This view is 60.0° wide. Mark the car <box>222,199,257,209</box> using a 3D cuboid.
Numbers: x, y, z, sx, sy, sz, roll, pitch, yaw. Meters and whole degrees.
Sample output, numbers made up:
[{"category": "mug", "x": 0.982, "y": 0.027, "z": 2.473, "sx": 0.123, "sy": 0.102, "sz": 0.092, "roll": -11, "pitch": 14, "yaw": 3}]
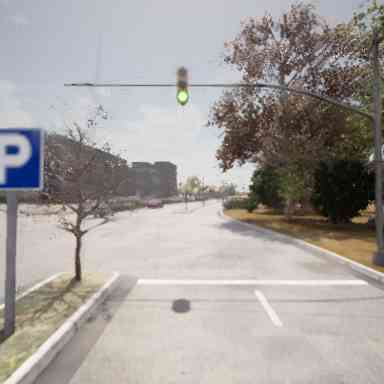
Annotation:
[{"category": "car", "x": 7.828, "y": 1.920, "z": 54.815, "sx": 5.366, "sy": 1.575, "sz": 1.946, "roll": 1, "pitch": -1, "yaw": -14}]

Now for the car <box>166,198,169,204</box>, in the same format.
[{"category": "car", "x": -8.491, "y": 1.936, "z": 73.098, "sx": 5.566, "sy": 2.045, "sz": 2.435, "roll": -1, "pitch": -1, "yaw": -12}]

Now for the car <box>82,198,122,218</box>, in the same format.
[{"category": "car", "x": -8.019, "y": 1.445, "z": 28.818, "sx": 2.128, "sy": 1.511, "sz": 4.902, "roll": 1, "pitch": -2, "yaw": 3}]

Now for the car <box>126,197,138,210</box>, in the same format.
[{"category": "car", "x": -11.140, "y": 1.891, "z": 49.132, "sx": 5.366, "sy": 1.575, "sz": 1.946, "roll": -1, "pitch": -1, "yaw": -15}]

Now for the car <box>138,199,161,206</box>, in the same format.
[{"category": "car", "x": -8.922, "y": 2.192, "z": 70.086, "sx": 4.674, "sy": 1.452, "sz": 2.002, "roll": -1, "pitch": -1, "yaw": -13}]

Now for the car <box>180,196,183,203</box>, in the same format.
[{"category": "car", "x": -5.647, "y": 2.404, "z": 90.981, "sx": 4.892, "sy": 1.521, "sz": 2.231, "roll": -1, "pitch": -1, "yaw": -10}]

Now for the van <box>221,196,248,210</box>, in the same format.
[{"category": "van", "x": 6.945, "y": 1.626, "z": 48.850, "sx": 4.442, "sy": 1.987, "sz": 1.878, "roll": 1, "pitch": 0, "yaw": -14}]

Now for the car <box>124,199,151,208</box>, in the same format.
[{"category": "car", "x": -10.054, "y": 2.083, "z": 61.096, "sx": 4.674, "sy": 1.452, "sz": 2.002, "roll": -1, "pitch": -1, "yaw": -14}]

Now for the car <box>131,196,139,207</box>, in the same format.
[{"category": "car", "x": -11.064, "y": 1.808, "z": 52.086, "sx": 4.553, "sy": 1.767, "sz": 2.185, "roll": -1, "pitch": -1, "yaw": -15}]

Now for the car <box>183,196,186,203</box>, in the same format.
[{"category": "car", "x": -5.138, "y": 2.438, "z": 93.957, "sx": 5.008, "sy": 1.535, "sz": 2.097, "roll": -1, "pitch": -1, "yaw": -10}]

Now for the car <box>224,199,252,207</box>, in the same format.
[{"category": "car", "x": 8.307, "y": 2.029, "z": 60.656, "sx": 4.674, "sy": 1.452, "sz": 2.002, "roll": 1, "pitch": -1, "yaw": -13}]

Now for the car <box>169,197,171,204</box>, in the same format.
[{"category": "car", "x": -8.087, "y": 2.224, "z": 76.076, "sx": 5.008, "sy": 1.535, "sz": 2.097, "roll": -1, "pitch": -1, "yaw": -12}]

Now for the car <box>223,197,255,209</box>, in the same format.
[{"category": "car", "x": 7.311, "y": 1.761, "z": 51.820, "sx": 4.553, "sy": 1.767, "sz": 2.185, "roll": 1, "pitch": -1, "yaw": -14}]

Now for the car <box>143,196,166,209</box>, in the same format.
[{"category": "car", "x": -6.016, "y": 1.942, "z": 54.083, "sx": 1.882, "sy": 1.535, "sz": 5.008, "roll": 0, "pitch": 0, "yaw": 6}]

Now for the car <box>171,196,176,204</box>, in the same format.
[{"category": "car", "x": -7.160, "y": 2.296, "z": 82.042, "sx": 5.008, "sy": 1.535, "sz": 2.097, "roll": -1, "pitch": -1, "yaw": -11}]

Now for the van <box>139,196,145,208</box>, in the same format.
[{"category": "van", "x": -10.618, "y": 1.743, "z": 55.130, "sx": 4.442, "sy": 1.987, "sz": 1.878, "roll": -1, "pitch": -1, "yaw": -14}]

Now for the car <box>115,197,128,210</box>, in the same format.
[{"category": "car", "x": -11.766, "y": 1.897, "z": 46.136, "sx": 4.792, "sy": 1.488, "sz": 2.163, "roll": -1, "pitch": -1, "yaw": -15}]

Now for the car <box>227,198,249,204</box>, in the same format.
[{"category": "car", "x": 11.207, "y": 2.253, "z": 81.195, "sx": 4.792, "sy": 1.488, "sz": 2.163, "roll": 1, "pitch": -1, "yaw": -11}]

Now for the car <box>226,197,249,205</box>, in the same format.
[{"category": "car", "x": 9.874, "y": 1.998, "z": 72.404, "sx": 4.553, "sy": 1.767, "sz": 2.185, "roll": 1, "pitch": 0, "yaw": -12}]

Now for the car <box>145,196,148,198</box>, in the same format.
[{"category": "car", "x": -10.408, "y": 2.008, "z": 58.099, "sx": 4.892, "sy": 1.521, "sz": 2.231, "roll": -1, "pitch": -1, "yaw": -14}]

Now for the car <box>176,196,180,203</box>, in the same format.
[{"category": "car", "x": -6.154, "y": 2.242, "z": 88.006, "sx": 4.553, "sy": 1.767, "sz": 2.185, "roll": -1, "pitch": -1, "yaw": -11}]
